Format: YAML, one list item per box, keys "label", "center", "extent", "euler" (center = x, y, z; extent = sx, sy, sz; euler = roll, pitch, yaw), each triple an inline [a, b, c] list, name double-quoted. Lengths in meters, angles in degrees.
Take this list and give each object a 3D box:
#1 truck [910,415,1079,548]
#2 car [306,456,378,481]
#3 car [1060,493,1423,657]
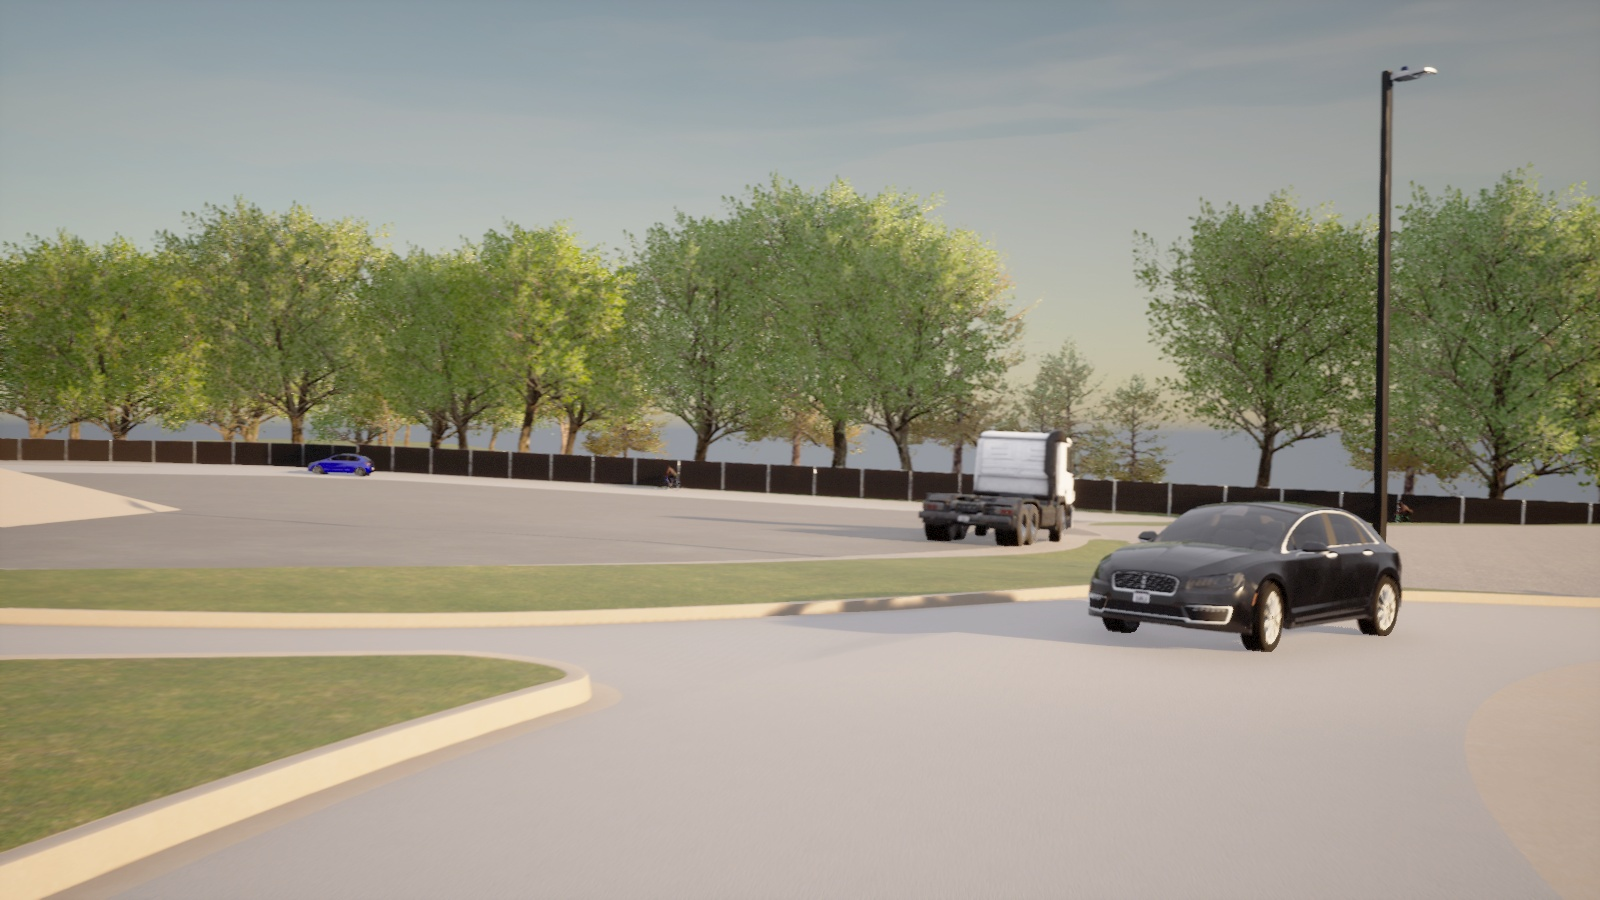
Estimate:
- label: "truck"
  center: [6.045, 0.959, 37.694]
  extent: [2.891, 3.462, 7.936]
  euler: [3, -1, 24]
- label: "car"
  center: [-30.564, 1.239, 83.865]
  extent: [4.193, 1.474, 1.816]
  euler: [2, 1, -4]
- label: "car"
  center: [5.156, 1.307, 14.235]
  extent: [4.892, 1.490, 1.837]
  euler: [3, -2, -44]
